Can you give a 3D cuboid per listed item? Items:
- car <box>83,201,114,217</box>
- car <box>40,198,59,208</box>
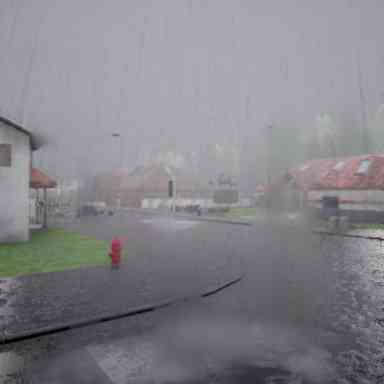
[{"bbox_3d":[-9.271,1.635,32.566,1.812,1.442,4.674,1,0,-36],"label":"car"},{"bbox_3d":[-21.280,1.601,49.556,2.128,1.511,4.902,1,-1,-35],"label":"car"}]
